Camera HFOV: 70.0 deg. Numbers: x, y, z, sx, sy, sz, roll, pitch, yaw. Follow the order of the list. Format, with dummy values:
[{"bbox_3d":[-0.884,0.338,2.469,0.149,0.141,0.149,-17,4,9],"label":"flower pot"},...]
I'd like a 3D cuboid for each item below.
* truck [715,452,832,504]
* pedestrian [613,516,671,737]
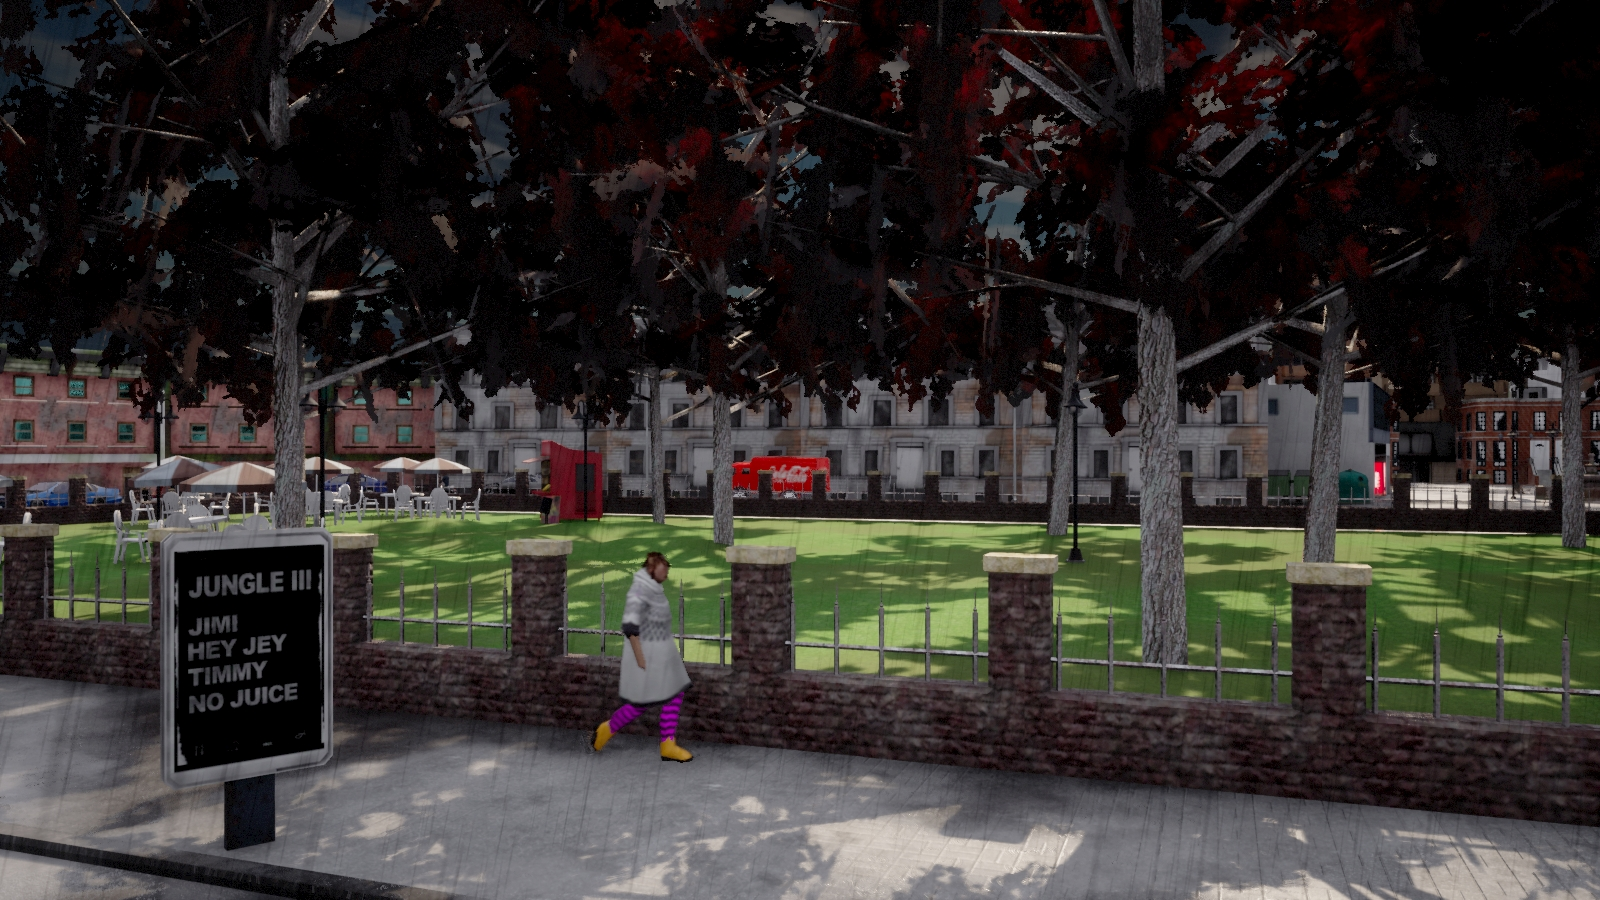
[{"bbox_3d":[-1.282,1.357,56.711,5.204,2.467,2.627,0,0,20],"label":"truck"},{"bbox_3d":[-1.382,1.525,10.012,0.375,1.860,0.375,0,0,19],"label":"pedestrian"}]
